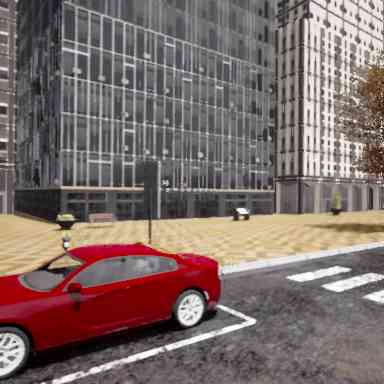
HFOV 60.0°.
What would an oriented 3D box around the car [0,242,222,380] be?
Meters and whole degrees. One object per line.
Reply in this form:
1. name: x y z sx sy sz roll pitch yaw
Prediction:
1. car: -1.550 1.563 5.456 4.507 1.381 1.887 1 0 -36
